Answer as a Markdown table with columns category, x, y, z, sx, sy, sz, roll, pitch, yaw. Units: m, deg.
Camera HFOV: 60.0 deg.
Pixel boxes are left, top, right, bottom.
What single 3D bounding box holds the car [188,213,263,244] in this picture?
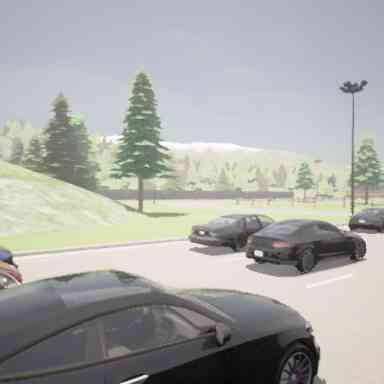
| category | x | y | z | sx | sy | sz | roll | pitch | yaw |
| --- | --- | --- | --- | --- | --- | --- | --- | --- | --- |
| car | 2.409 | 1.616 | 14.109 | 5.357 | 1.411 | 2.033 | 0 | 0 | -36 |

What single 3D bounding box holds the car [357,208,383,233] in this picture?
| category | x | y | z | sx | sy | sz | roll | pitch | yaw |
| --- | --- | --- | --- | --- | --- | --- | --- | --- | --- |
| car | 11.642 | 1.709 | 20.752 | 4.181 | 1.385 | 1.994 | 0 | 0 | -36 |

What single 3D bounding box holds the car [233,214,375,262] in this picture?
| category | x | y | z | sx | sy | sz | roll | pitch | yaw |
| --- | --- | --- | --- | --- | --- | --- | --- | --- | --- |
| car | 3.760 | 1.588 | 10.784 | 4.674 | 1.442 | 1.812 | 0 | 0 | -36 |

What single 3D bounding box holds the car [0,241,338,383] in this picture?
| category | x | y | z | sx | sy | sz | roll | pitch | yaw |
| --- | --- | --- | --- | --- | --- | --- | --- | --- | --- |
| car | -0.699 | 1.534 | 3.253 | 4.674 | 1.442 | 1.812 | 0 | 0 | -36 |

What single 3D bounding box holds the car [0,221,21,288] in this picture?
| category | x | y | z | sx | sy | sz | roll | pitch | yaw |
| --- | --- | --- | --- | --- | --- | --- | --- | --- | --- |
| car | -6.951 | 1.538 | 7.375 | 5.357 | 1.411 | 2.033 | 0 | 0 | -36 |

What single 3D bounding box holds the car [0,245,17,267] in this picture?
| category | x | y | z | sx | sy | sz | roll | pitch | yaw |
| --- | --- | --- | --- | --- | --- | --- | --- | --- | --- |
| car | -4.791 | 1.343 | 4.616 | 4.553 | 1.767 | 2.097 | 1 | 0 | -36 |
